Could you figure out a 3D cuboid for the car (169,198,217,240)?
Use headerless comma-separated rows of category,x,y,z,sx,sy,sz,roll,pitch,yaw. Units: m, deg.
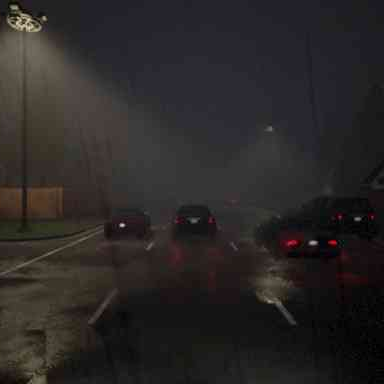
car,0.097,1.385,17.451,2.097,1.767,4.553,0,0,0

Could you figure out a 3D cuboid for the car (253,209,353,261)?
car,3.597,1.571,12.379,2.033,1.411,5.357,0,0,0

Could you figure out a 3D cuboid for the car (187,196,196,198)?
car,-0.007,1.603,59.870,2.128,1.511,4.902,0,0,0

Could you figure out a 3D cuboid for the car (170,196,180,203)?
car,-3.508,1.532,70.290,1.994,1.385,4.181,0,0,0

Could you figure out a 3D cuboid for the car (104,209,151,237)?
car,-3.403,1.598,18.229,1.994,1.385,4.181,0,0,0

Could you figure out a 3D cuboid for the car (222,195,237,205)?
car,6.993,1.590,59.872,1.882,1.535,5.008,0,0,0

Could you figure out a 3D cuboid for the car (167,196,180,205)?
car,-3.507,1.659,59.870,2.033,1.411,5.357,0,0,0

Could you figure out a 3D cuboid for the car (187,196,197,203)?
car,-0.008,1.532,70.291,1.994,1.385,4.181,0,0,0

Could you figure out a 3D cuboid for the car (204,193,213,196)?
car,3.492,1.274,71.152,2.150,2.045,5.566,0,0,0

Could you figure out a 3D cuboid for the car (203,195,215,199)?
car,3.493,1.715,61.054,1.895,1.301,4.718,0,0,0

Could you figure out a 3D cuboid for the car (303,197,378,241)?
car,7.098,1.253,16.904,2.150,2.045,5.566,0,0,0

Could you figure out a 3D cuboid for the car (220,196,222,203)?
car,6.992,1.458,70.292,1.882,1.535,5.008,0,0,0
